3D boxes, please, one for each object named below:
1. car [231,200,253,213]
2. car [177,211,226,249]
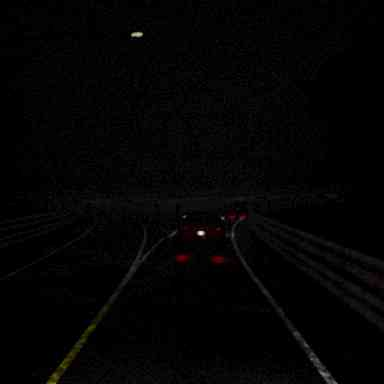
[{"bbox_3d":[5.934,1.664,38.687,2.128,1.511,4.902,-1,0,21],"label":"car"},{"bbox_3d":[0.496,1.552,14.711,1.994,1.385,4.181,2,0,4],"label":"car"}]
